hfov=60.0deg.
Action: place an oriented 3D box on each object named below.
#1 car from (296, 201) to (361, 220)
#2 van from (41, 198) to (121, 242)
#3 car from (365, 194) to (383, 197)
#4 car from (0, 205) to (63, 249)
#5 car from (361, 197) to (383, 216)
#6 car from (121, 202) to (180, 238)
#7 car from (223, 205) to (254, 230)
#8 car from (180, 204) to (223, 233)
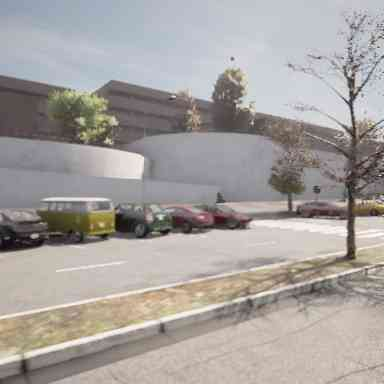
[{"bbox_3d":[11.368,1.519,28.335,4.792,1.488,2.163,-1,-1,35],"label":"car"},{"bbox_3d":[-5.841,1.269,16.244,4.442,1.987,1.878,-1,-1,35],"label":"van"},{"bbox_3d":[21.152,1.221,35.309,5.566,2.045,2.435,-1,-1,35],"label":"car"},{"bbox_3d":[-8.167,1.495,14.443,4.892,1.521,2.231,-1,-1,35],"label":"car"},{"bbox_3d":[16.078,1.485,31.933,5.366,1.575,1.946,-1,0,35],"label":"car"},{"bbox_3d":[-3.289,1.367,17.892,4.553,1.767,2.185,-1,0,34],"label":"car"},{"bbox_3d":[1.590,1.521,21.369,4.792,1.488,2.163,-1,-1,34],"label":"car"},{"bbox_3d":[-0.881,1.532,19.635,4.674,1.452,2.002,-1,-1,35],"label":"car"}]
